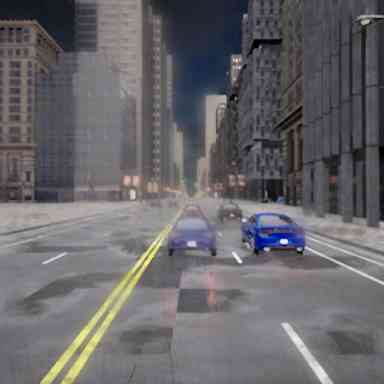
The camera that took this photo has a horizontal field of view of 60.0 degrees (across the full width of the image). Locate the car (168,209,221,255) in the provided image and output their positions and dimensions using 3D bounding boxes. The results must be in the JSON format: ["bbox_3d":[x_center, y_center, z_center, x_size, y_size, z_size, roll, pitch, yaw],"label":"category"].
[{"bbox_3d":[0.024,1.661,13.872,1.812,1.442,4.674,0,0,1],"label":"car"}]

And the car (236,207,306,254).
[{"bbox_3d":[3.277,1.616,14.215,1.882,1.535,5.008,0,0,1],"label":"car"}]

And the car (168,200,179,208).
[{"bbox_3d":[-3.303,2.127,60.090,2.033,1.411,5.357,0,-1,1],"label":"car"}]

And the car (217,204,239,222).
[{"bbox_3d":[3.276,1.761,29.211,1.882,1.535,5.008,0,0,1],"label":"car"}]

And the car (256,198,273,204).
[{"bbox_3d":[19.118,2.362,87.987,4.403,1.369,2.008,0,0,0],"label":"car"}]

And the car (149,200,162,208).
[{"bbox_3d":[-6.553,2.127,60.090,2.033,1.411,5.357,0,-1,1],"label":"car"}]

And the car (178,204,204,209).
[{"bbox_3d":[0.022,1.806,28.874,1.812,1.442,4.674,0,0,1],"label":"car"}]

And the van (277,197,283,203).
[{"bbox_3d":[24.737,2.141,87.965,3.998,1.788,1.690,0,0,0],"label":"van"}]
